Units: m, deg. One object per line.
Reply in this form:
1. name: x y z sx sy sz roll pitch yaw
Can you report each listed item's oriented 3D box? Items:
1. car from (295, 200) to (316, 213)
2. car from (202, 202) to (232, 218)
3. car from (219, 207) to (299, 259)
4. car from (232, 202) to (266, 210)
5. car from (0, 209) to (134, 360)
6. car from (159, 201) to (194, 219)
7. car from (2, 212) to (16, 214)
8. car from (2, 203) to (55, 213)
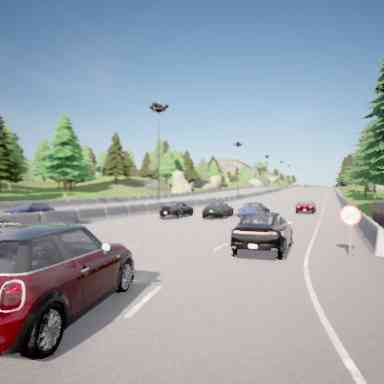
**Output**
1. car: 12.425 1.541 36.202 1.895 1.301 4.718 0 1 23
2. car: 2.421 1.604 30.388 1.994 1.385 4.181 0 0 23
3. car: 2.856 1.559 13.119 2.128 1.511 4.902 0 0 21
4. car: 5.268 1.583 28.139 2.033 1.411 5.357 0 0 23
5. car: -2.700 1.379 6.301 2.097 1.767 4.553 0 0 9
6. car: -1.382 1.585 30.366 1.812 1.442 4.674 0 0 23
7. car: -5.632 1.537 9.414 2.128 1.511 4.902 0 0 13
8. car: -13.756 1.646 28.263 1.812 1.442 4.674 0 0 23
